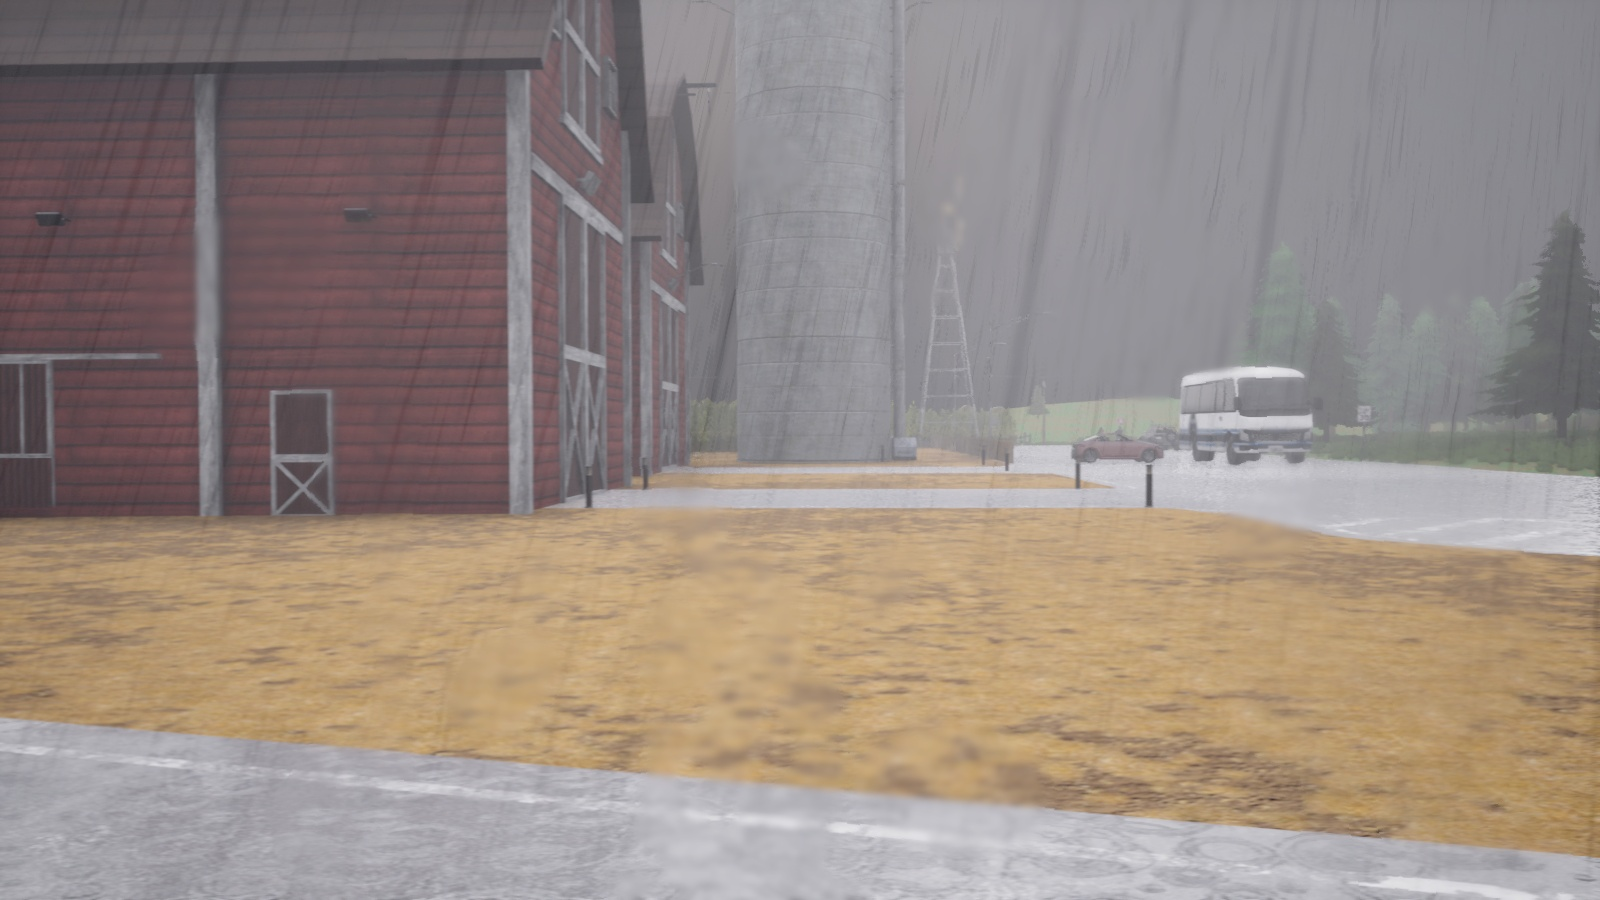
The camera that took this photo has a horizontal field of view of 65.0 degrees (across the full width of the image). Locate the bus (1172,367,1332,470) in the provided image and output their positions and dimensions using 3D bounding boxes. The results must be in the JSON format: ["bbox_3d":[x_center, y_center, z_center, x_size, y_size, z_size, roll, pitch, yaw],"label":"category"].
[{"bbox_3d":[20.225,-1.382,57.124,3.944,4.253,10.273,0,1,2],"label":"bus"}]

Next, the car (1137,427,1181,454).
[{"bbox_3d":[24.960,-0.688,87.409,1.932,1.855,4.605,0,1,2],"label":"car"}]
